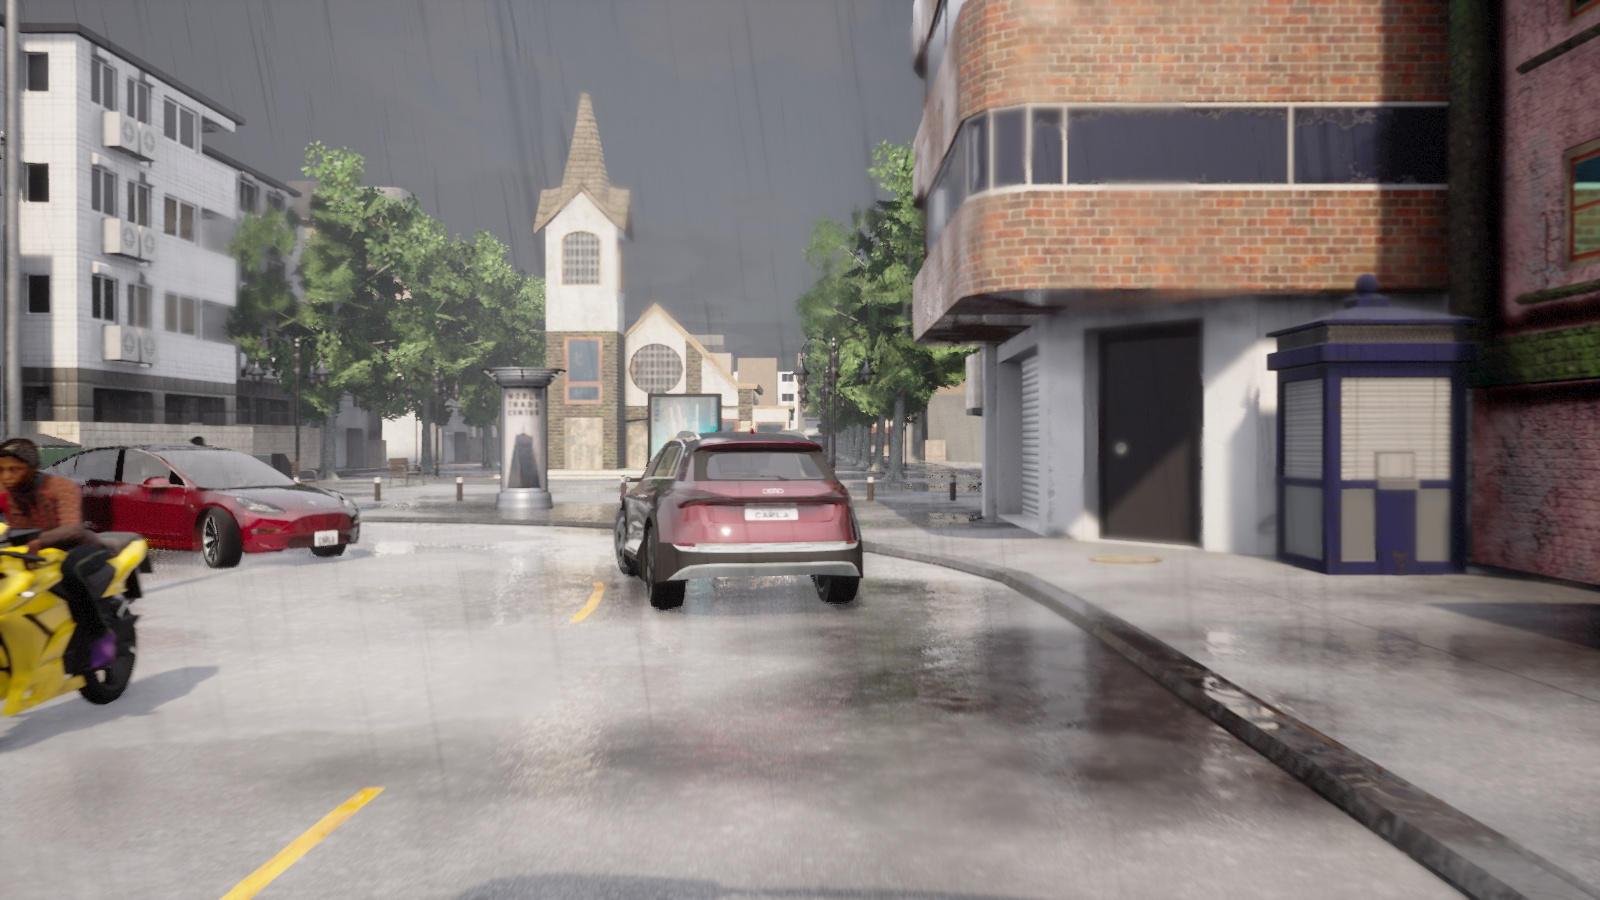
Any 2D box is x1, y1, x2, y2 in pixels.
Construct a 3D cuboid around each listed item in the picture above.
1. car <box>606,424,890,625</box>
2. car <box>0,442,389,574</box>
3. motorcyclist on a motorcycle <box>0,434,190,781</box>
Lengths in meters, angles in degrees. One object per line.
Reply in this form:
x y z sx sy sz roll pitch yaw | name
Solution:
-0.773 0.605 12.909 2.033 1.649 4.856 0 0 -13 | car
-7.936 0.650 16.228 4.792 1.488 2.163 0 0 25 | car
-3.931 0.690 6.277 0.797 1.523 2.044 0 0 -1 | motorcyclist on a motorcycle
